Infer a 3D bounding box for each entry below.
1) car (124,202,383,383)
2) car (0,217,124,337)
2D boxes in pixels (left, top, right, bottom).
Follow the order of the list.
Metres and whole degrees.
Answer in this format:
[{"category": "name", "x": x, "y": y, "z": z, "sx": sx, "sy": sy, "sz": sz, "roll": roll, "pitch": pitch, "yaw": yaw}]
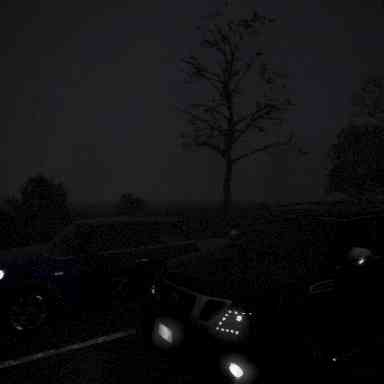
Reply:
[{"category": "car", "x": 2.015, "y": 1.209, "z": 5.217, "sx": 5.566, "sy": 2.045, "sz": 2.150, "roll": 0, "pitch": 0, "yaw": -33}, {"category": "car", "x": -1.926, "y": 1.335, "z": 6.729, "sx": 4.553, "sy": 1.767, "sz": 2.097, "roll": 0, "pitch": 0, "yaw": -34}]
